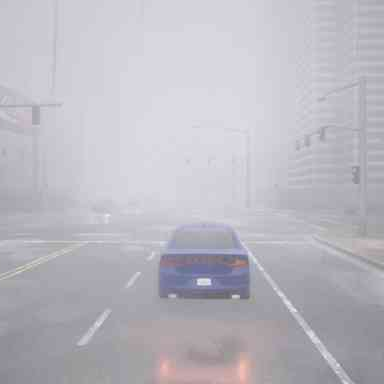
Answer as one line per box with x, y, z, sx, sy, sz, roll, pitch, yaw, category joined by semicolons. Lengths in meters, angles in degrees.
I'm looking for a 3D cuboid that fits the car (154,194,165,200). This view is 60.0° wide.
-7.880;1.167;80.946;1.994;1.385;4.181;0;0;2;car

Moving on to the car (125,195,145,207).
-8.952;1.525;51.218;1.812;1.442;4.674;0;0;2;car

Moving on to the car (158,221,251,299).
0.313;1.478;8.497;1.882;1.535;5.008;0;0;2;car

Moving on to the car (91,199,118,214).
-9.455;1.506;36.153;1.837;1.490;4.892;0;0;2;car

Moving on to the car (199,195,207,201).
2.801;1.524;86.272;1.812;1.442;4.674;0;0;2;car

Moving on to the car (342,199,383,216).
17.242;1.505;32.398;4.892;1.490;1.837;0;0;2;car

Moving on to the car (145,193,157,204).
-8.407;1.221;65.838;2.150;2.045;5.566;0;0;3;car
